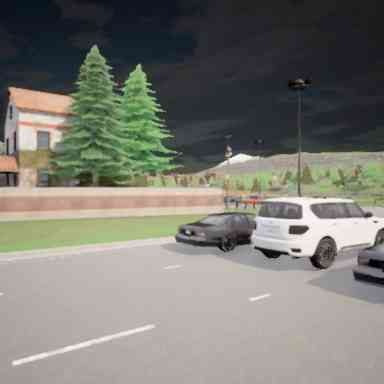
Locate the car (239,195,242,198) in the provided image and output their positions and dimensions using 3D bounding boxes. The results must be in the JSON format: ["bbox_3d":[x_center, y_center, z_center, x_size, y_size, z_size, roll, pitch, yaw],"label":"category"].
[{"bbox_3d":[9.206,1.260,45.883,2.097,1.767,4.553,0,0,-36],"label":"car"}]

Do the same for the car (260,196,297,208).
[{"bbox_3d":[12.297,1.376,47.583,1.882,1.535,5.008,0,0,-36],"label":"car"}]

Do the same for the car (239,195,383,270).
[{"bbox_3d":[4.470,1.194,11.238,5.566,2.045,2.150,0,0,-35],"label":"car"}]

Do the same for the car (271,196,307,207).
[{"bbox_3d":[14.606,1.380,50.368,2.128,1.511,4.902,0,0,-36],"label":"car"}]

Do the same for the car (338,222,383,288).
[{"bbox_3d":[6.036,1.522,8.055,5.357,1.411,2.033,0,0,-35],"label":"car"}]

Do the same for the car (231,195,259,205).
[{"bbox_3d":[9.180,1.367,57.905,1.882,1.535,5.008,0,0,-36],"label":"car"}]

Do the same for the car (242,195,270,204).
[{"bbox_3d":[11.641,1.371,60.515,2.128,1.511,4.902,0,0,-36],"label":"car"}]

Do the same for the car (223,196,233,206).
[{"bbox_3d":[3.590,1.130,53.651,2.150,2.045,5.566,0,0,-36],"label":"car"}]

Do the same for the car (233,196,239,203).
[{"bbox_3d":[6.797,1.404,55.203,1.837,1.490,4.892,0,0,-36],"label":"car"}]

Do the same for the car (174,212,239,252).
[{"bbox_3d":[1.897,1.522,13.703,5.357,1.411,2.033,0,0,-35],"label":"car"}]

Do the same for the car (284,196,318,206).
[{"bbox_3d":[17.175,1.357,52.796,1.882,1.535,5.008,0,0,-36],"label":"car"}]
